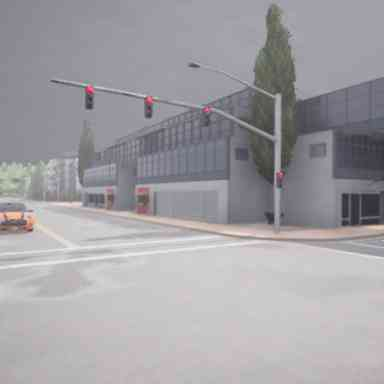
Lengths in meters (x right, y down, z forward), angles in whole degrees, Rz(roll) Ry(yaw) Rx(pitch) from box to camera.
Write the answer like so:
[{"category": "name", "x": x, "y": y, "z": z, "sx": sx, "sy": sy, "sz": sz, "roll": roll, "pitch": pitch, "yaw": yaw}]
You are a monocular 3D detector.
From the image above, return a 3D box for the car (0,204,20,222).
[{"category": "car", "x": -16.162, "y": 1.753, "z": 28.830, "sx": 1.895, "sy": 1.301, "sz": 4.718, "roll": 1, "pitch": -1, "yaw": -31}]

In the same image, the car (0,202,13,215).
[{"category": "car", "x": -21.280, "y": 1.795, "z": 37.315, "sx": 1.895, "sy": 1.301, "sz": 4.718, "roll": 1, "pitch": -1, "yaw": -31}]

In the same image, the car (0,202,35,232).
[{"category": "car", "x": -10.984, "y": 1.462, "z": 20.341, "sx": 2.097, "sy": 1.767, "sz": 4.553, "roll": 1, "pitch": -1, "yaw": -32}]
